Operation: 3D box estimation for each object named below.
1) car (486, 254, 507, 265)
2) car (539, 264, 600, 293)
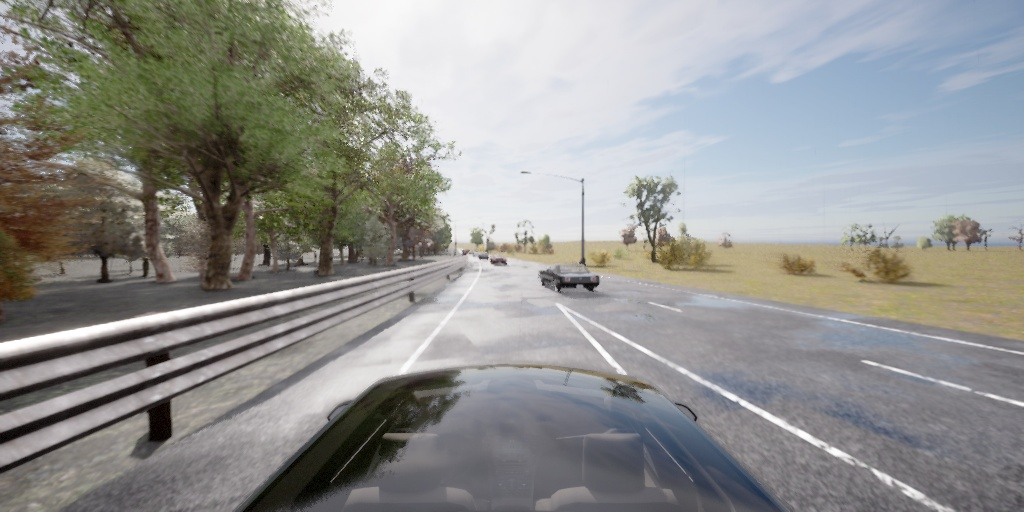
[{"bbox_3d":[-1.908,0.503,47.768,1.895,1.301,4.718,0,1,-9],"label":"car"},{"bbox_3d":[2.696,1.032,18.160,1.895,1.301,4.718,0,1,-9],"label":"car"}]
